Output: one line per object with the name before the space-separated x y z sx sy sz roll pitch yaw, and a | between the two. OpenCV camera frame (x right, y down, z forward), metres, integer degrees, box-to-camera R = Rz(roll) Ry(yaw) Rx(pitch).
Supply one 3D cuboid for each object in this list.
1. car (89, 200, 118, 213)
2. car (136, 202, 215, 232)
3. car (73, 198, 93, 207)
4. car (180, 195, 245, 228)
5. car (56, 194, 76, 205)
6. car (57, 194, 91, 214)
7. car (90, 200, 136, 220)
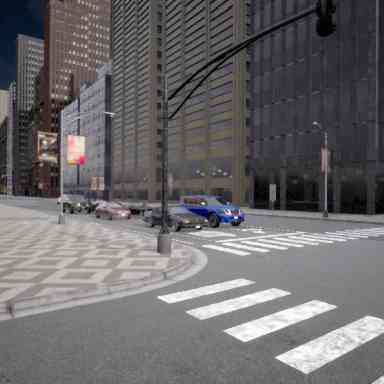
car | -10.605 1.651 39.531 1.812 1.442 4.674 1 -1 -35
car | -1.197 1.567 20.769 2.033 1.411 5.357 1 -1 -35
car | -18.686 1.733 56.745 1.837 1.490 4.892 1 -1 -36
car | 1.131 1.267 23.092 2.150 2.045 5.566 1 -1 -36
car | -24.738 1.489 65.205 2.150 2.045 5.566 1 -1 -36
car | -13.117 1.322 37.461 2.150 2.045 5.566 1 -1 -36
car | -6.893 1.584 28.736 1.812 1.442 4.674 1 -1 -36
